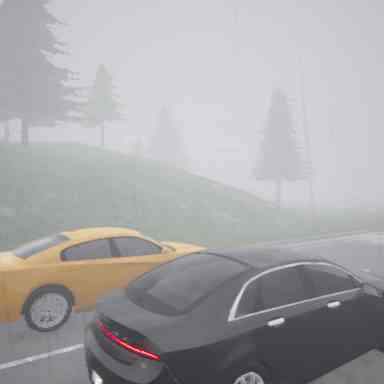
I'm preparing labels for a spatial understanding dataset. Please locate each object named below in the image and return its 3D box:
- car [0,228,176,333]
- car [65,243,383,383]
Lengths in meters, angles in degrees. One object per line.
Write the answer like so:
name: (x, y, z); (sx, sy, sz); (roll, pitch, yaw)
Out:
car: (-1.635, 1.483, 6.876); (5.008, 1.535, 1.882); (1, 0, -35)
car: (1.087, 1.513, 4.518); (4.892, 1.490, 1.837); (0, 0, -35)
